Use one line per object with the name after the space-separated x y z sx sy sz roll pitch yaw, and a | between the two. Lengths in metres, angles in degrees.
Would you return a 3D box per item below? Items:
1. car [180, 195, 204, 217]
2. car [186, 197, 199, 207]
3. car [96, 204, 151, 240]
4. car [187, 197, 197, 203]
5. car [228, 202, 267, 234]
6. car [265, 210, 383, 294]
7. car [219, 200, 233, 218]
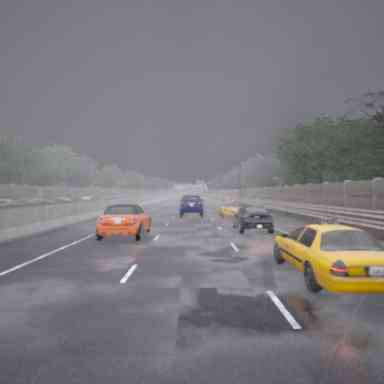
-0.031 1.298 32.510 2.150 2.045 5.566 0 0 0 | car
0.087 1.632 54.287 1.882 1.535 5.008 0 0 0 | car
-3.399 1.385 17.315 2.097 1.767 4.553 0 0 0 | car
0.003 1.759 73.981 2.033 1.411 5.357 0 0 0 | car
3.501 1.542 19.634 1.837 1.490 4.892 0 0 0 | car
3.501 1.472 8.821 1.801 1.575 5.366 0 0 0 | car
3.502 1.527 30.826 1.801 1.575 5.366 0 0 0 | car
